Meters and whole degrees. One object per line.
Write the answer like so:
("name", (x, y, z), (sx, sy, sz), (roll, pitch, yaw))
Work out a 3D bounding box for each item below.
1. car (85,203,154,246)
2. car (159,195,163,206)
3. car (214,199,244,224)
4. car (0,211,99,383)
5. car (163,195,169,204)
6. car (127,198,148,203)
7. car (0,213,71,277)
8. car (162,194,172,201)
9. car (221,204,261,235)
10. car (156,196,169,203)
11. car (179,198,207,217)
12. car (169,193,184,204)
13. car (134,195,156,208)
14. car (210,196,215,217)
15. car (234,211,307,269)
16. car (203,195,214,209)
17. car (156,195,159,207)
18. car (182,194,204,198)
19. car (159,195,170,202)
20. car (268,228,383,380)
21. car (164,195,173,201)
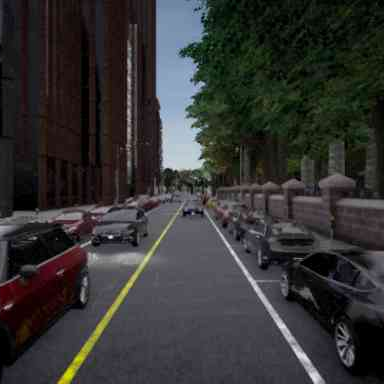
("car", (-3.094, 1.472, 15.144), (1.837, 1.490, 4.892), (0, 0, 0))
("car", (-5.773, 1.442, 49.042), (1.887, 1.381, 4.507), (0, 0, 0))
("car", (2.758, 1.392, 21.764), (1.967, 1.590, 4.097), (0, 0, 0))
("car", (-3.101, 1.341, 4.788), (2.097, 1.767, 4.553), (0, 0, 1))
("car", (-5.775, 1.319, 59.955), (1.967, 1.590, 4.097), (0, 0, 0))
("car", (-5.770, 1.510, 32.671), (1.802, 1.307, 4.206), (0, 0, 0))
("car", (-5.766, 1.527, 10.842), (2.008, 1.369, 4.403), (0, 0, 0))
("car", (-5.778, 1.293, 76.327), (1.967, 1.590, 4.097), (0, 0, 0))
("car", (2.758, 1.515, 16.308), (2.008, 1.369, 4.403), (0, 0, 0))
("car", (-5.776, 1.421, 65.413), (2.008, 1.369, 4.403), (0, 0, 0))
("car", (0.096, 1.534, 30.434), (1.895, 1.301, 4.718), (0, 0, 0))
("car", (-3.042, 1.440, 61.732), (1.994, 1.385, 4.181), (0, 0, 1))
("car", (-5.771, 1.232, 38.127), (2.192, 1.841, 5.009), (0, 0, 0))
("car", (2.756, 1.381, 27.221), (1.967, 1.590, 4.097), (0, 0, 0))
("car", (2.759, 1.527, 10.851), (2.008, 1.369, 4.403), (0, 0, 0))
("car", (2.753, 1.432, 43.760), (1.752, 1.417, 4.829), (0, 0, 0))
("car", (-5.772, 1.451, 43.584), (1.887, 1.381, 4.507), (0, 0, 0))
("car", (0.091, 1.397, 44.383), (2.128, 1.511, 4.902), (0, 0, 0))
("car", (-5.777, 1.406, 70.870), (1.887, 1.381, 4.507), (0, 0, 0))
("car", (2.760, 1.554, 5.395), (1.947, 1.339, 4.313), (0, 0, 0))
("car", (-5.779, 1.370, 81.614), (1.752, 1.417, 4.829), (0, 0, 0))
